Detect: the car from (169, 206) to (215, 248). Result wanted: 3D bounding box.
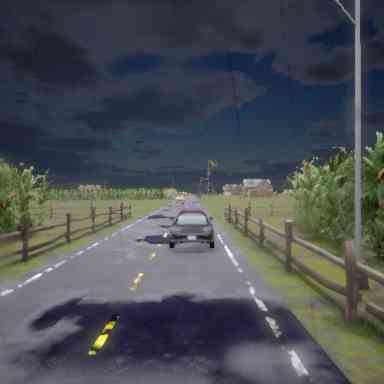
[{"bbox_3d":[0.000,1.538,14.650,1.812,1.442,4.674,0,0,0],"label":"car"}]

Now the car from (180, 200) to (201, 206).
[{"bbox_3d":[0.000,1.638,29.681,1.895,1.301,4.718,0,0,0],"label":"car"}]

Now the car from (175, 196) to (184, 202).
[{"bbox_3d":[-2.750,1.547,75.935,1.882,1.535,5.008,0,0,0],"label":"car"}]
